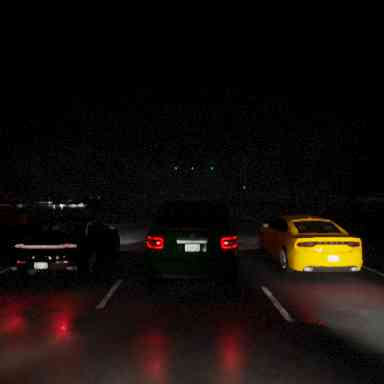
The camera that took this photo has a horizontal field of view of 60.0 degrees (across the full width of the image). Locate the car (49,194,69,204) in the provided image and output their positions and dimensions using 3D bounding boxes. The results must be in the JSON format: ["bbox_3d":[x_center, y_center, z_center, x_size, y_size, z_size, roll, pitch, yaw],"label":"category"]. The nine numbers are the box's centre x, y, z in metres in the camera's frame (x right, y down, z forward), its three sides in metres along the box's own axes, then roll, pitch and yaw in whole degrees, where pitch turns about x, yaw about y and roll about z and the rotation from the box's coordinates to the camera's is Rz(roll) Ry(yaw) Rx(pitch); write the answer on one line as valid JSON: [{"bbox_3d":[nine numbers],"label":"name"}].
[{"bbox_3d":[-21.938,1.365,56.445,1.994,1.385,4.181,0,0,-1],"label":"car"}]

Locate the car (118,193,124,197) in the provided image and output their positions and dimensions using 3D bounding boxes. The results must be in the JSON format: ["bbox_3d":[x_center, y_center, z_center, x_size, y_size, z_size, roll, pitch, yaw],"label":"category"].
[{"bbox_3d":[-19.055,1.010,86.468,2.097,1.767,4.553,0,0,-4],"label":"car"}]

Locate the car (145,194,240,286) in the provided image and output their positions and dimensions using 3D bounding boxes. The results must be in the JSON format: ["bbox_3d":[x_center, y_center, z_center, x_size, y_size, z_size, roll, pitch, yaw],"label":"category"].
[{"bbox_3d":[-0.014,1.219,9.508,2.150,2.045,5.566,0,0,0],"label":"car"}]

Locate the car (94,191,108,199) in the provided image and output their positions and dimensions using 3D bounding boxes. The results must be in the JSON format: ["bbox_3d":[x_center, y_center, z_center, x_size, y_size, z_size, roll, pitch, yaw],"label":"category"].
[{"bbox_3d":[-18.538,1.110,65.365,2.097,1.767,4.553,0,0,-1],"label":"car"}]

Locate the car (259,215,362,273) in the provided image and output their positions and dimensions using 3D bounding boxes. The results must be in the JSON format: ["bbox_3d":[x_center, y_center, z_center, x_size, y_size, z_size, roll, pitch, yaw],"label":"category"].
[{"bbox_3d":[3.462,1.473,10.672,1.882,1.535,5.008,0,0,-1],"label":"car"}]

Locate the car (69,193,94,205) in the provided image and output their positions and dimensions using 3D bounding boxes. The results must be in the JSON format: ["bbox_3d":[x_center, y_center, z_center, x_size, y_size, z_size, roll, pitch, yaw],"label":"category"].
[{"bbox_3d":[-18.435,1.370,55.509,1.994,1.385,4.181,0,0,-1],"label":"car"}]

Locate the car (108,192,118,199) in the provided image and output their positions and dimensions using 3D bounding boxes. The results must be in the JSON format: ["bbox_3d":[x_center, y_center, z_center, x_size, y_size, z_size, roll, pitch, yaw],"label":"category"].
[{"bbox_3d":[-18.672,1.252,74.613,2.033,1.411,5.357,0,0,-1],"label":"car"}]

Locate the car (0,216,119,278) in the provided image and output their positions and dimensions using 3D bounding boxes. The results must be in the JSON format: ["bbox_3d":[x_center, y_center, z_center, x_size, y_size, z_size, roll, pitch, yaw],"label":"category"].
[{"bbox_3d":[-3.531,1.488,10.148,2.128,1.511,4.902,0,0,-1],"label":"car"}]

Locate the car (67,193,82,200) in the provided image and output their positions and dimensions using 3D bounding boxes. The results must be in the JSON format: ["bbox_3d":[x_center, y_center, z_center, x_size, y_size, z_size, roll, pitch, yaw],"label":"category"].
[{"bbox_3d":[-29.356,1.025,83.155,2.097,1.767,4.553,0,0,-1],"label":"car"}]

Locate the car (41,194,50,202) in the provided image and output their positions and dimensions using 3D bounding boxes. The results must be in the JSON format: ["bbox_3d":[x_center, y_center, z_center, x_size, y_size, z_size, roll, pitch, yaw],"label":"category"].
[{"bbox_3d":[-29.062,1.244,67.998,1.837,1.490,4.892,0,0,-1],"label":"car"}]

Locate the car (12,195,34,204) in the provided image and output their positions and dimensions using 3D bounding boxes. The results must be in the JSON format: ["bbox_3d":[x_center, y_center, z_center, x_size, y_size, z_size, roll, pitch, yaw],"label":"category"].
[{"bbox_3d":[-28.935,1.275,57.099,1.882,1.535,5.008,0,0,0],"label":"car"}]

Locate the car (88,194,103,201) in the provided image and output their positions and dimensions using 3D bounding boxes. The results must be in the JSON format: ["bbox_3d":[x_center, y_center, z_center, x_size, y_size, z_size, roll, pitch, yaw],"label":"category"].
[{"bbox_3d":[-22.206,1.228,76.617,2.128,1.511,4.902,0,0,-1],"label":"car"}]

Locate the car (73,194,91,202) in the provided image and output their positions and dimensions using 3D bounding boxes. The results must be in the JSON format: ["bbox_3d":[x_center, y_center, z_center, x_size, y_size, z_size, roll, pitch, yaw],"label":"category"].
[{"bbox_3d":[-22.040,1.229,66.750,1.882,1.535,5.008,0,0,-1],"label":"car"}]
